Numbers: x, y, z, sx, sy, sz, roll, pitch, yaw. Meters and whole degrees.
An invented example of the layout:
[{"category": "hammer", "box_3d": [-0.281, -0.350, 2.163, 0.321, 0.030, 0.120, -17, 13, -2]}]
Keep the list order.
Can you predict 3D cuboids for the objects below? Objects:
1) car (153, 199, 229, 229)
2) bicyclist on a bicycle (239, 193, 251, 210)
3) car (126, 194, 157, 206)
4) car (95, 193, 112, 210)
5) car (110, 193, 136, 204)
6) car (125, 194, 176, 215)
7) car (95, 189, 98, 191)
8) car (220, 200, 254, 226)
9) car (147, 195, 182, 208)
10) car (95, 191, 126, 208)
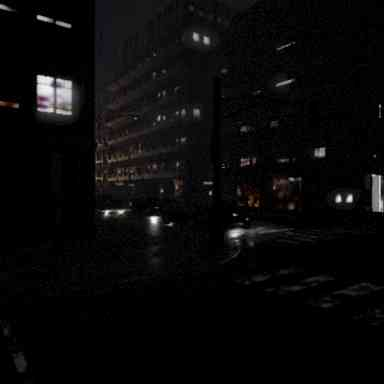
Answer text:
[{"category": "car", "box_3d": [-0.183, 1.302, 19.625, 2.008, 1.369, 4.403, 1, 0, -36]}, {"category": "bicyclist on a bicycle", "box_3d": [5.051, 0.931, 31.651, 1.656, 1.620, 0.582, -1, 1, -36]}, {"category": "car", "box_3d": [-6.523, 0.974, 42.527, 2.008, 1.369, 4.403, 1, 0, -36]}, {"category": "car", "box_3d": [-10.030, 1.065, 33.116, 1.887, 1.381, 4.507, 1, 0, -36]}, {"category": "car", "box_3d": [-9.905, 0.870, 47.161, 1.752, 1.417, 4.829, 1, 0, -36]}, {"category": "car", "box_3d": [-3.675, 1.118, 28.786, 1.837, 1.490, 4.892, 0, 1, -36]}, {"category": "car", "box_3d": [-16.067, 0.476, 51.185, 2.150, 2.045, 5.566, 0, 1, -36]}, {"category": "car", "box_3d": [1.832, 1.268, 21.272, 1.812, 1.442, 4.674, 0, 1, -37]}, {"category": "car", "box_3d": [-3.241, 1.050, 38.030, 2.008, 1.369, 4.403, 1, 0, -36]}, {"category": "car", "box_3d": [-9.570, 0.953, 36.870, 1.882, 1.535, 5.008, 0, 1, -36]}]
